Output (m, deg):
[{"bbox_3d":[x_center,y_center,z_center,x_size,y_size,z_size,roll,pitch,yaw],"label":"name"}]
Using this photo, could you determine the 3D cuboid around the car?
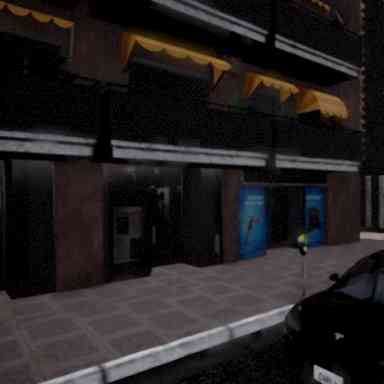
[{"bbox_3d":[3.178,1.545,4.695,4.313,1.339,1.947,0,0,-35],"label":"car"}]
